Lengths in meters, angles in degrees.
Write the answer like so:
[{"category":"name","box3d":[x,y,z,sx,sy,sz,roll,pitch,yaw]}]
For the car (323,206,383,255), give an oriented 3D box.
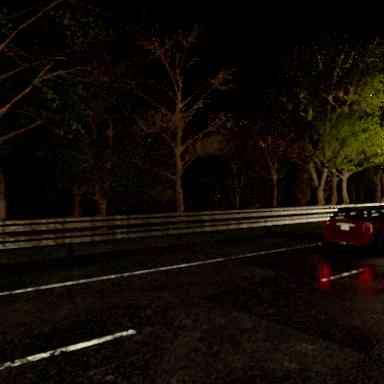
[{"category":"car","box3d":[7.354,1.336,13.468,4.553,1.767,2.097,0,0,-36]}]
